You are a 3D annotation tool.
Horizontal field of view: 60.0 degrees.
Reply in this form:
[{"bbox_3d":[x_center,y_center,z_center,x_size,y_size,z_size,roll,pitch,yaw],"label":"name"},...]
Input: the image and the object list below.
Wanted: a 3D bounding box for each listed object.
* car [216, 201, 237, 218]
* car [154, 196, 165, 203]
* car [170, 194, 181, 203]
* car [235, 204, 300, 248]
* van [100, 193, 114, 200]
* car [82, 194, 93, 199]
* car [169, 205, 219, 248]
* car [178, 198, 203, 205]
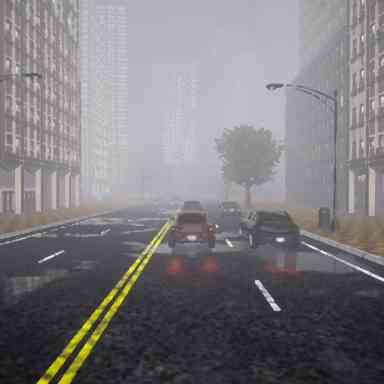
[{"bbox_3d":[3.250,1.546,29.653,2.033,1.411,5.357,0,0,0],"label":"car"},{"bbox_3d":[-6.504,1.487,67.786,2.033,1.411,5.357,0,0,0],"label":"car"},{"bbox_3d":[-3.259,1.284,68.100,2.097,1.767,4.553,0,0,0],"label":"car"},{"bbox_3d":[3.250,1.509,14.652,1.837,1.490,4.892,0,0,0],"label":"car"},{"bbox_3d":[-22.651,1.079,87.498,3.998,1.788,1.690,0,0,1],"label":"van"},{"bbox_3d":[-28.190,1.257,87.545,4.507,1.381,1.887,0,0,1],"label":"car"},{"bbox_3d":[0.000,1.526,14.652,1.812,1.442,4.674,0,0,0],"label":"car"},{"bbox_3d":[0.000,1.499,29.652,1.837,1.490,4.892,0,0,0],"label":"car"}]
